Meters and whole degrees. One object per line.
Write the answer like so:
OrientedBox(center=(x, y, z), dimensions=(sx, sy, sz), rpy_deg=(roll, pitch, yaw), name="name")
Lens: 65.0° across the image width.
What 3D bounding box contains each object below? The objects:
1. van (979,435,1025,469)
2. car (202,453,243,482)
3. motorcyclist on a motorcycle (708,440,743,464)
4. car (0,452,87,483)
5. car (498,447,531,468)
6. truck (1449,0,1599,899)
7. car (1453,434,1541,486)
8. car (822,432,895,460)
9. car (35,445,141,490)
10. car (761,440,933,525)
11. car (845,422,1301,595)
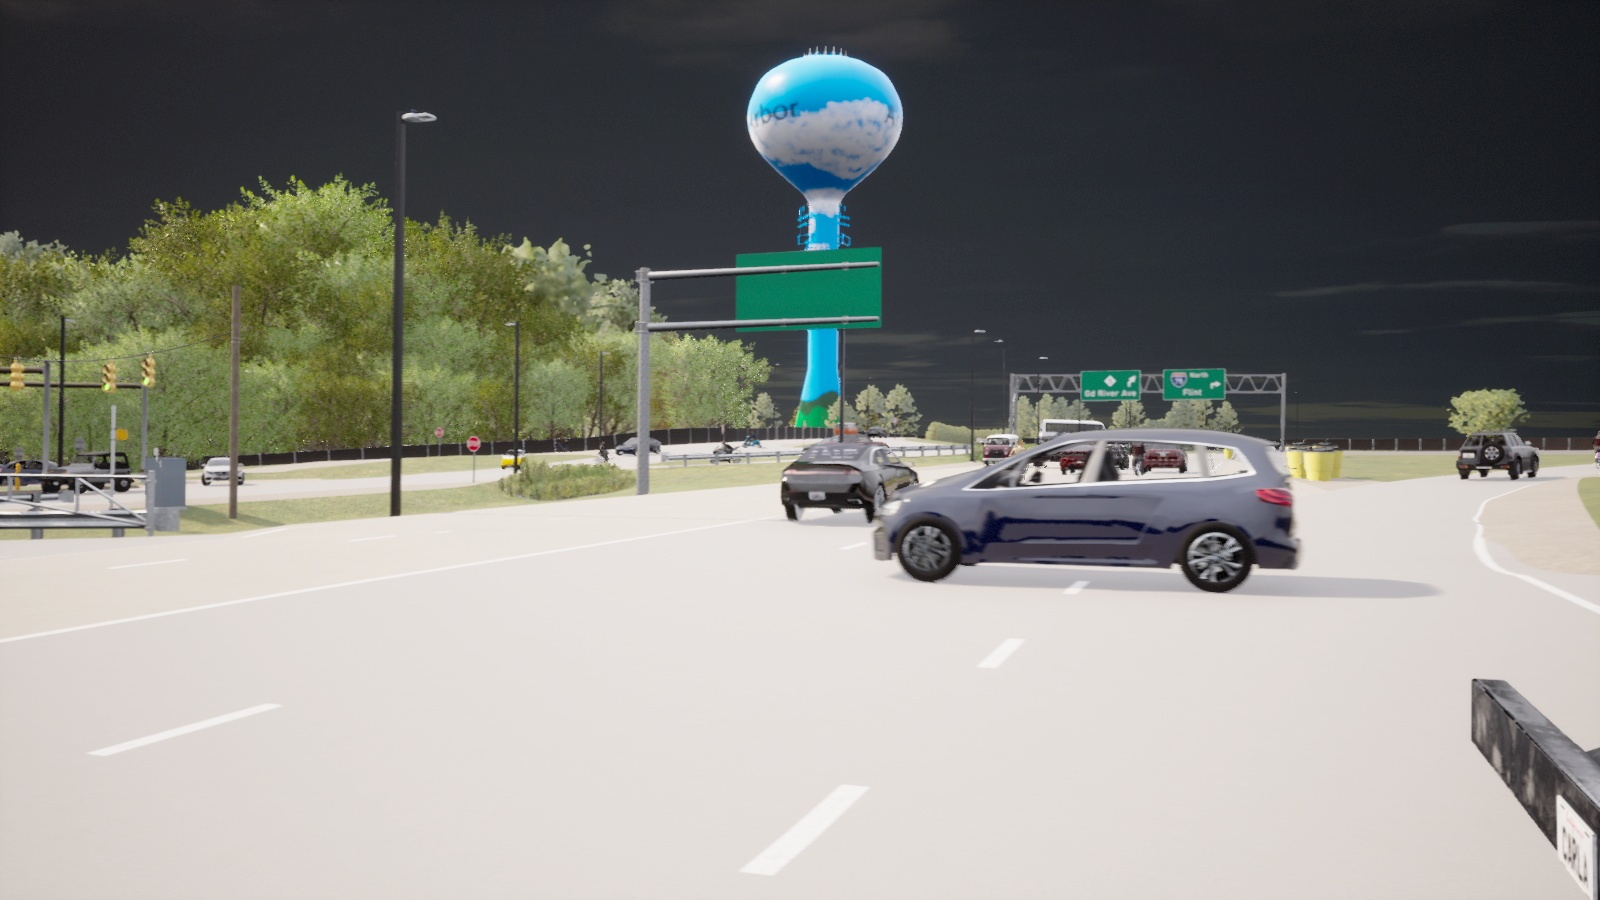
OrientedBox(center=(12.700, 0.127, 78.886), dimensions=(2.069, 2.038, 4.480), rpy_deg=(1, 0, 20), name="van")
OrientedBox(center=(-30.549, 0.888, 66.380), dimensions=(1.812, 1.442, 4.674), rpy_deg=(0, 0, -27), name="car")
OrientedBox(center=(-5.033, 0.157, 84.747), dimensions=(2.191, 1.530, 0.866), rpy_deg=(-2, 0, -21), name="motorcyclist on a motorcycle")
OrientedBox(center=(-42.137, 0.963, 69.748), dimensions=(3.988, 1.617, 1.851), rpy_deg=(-1, -1, -6), name="car")
OrientedBox(center=(-19.635, 0.492, 86.500), dimensions=(1.481, 1.376, 2.207), rpy_deg=(0, 2, 10), name="car")
OrientedBox(center=(5.386, -0.145, 1.386), dimensions=(7.936, 3.462, 2.891), rpy_deg=(1, 1, 19), name="truck")
OrientedBox(center=(26.056, 0.342, 46.888), dimensions=(1.932, 1.855, 4.605), rpy_deg=(0, 1, 41), name="car")
OrientedBox(center=(3.962, -0.278, 84.841), dimensions=(4.553, 1.767, 2.097), rpy_deg=(-2, 1, -31), name="car")
OrientedBox(center=(-32.125, 0.753, 56.772), dimensions=(1.905, 1.878, 3.866), rpy_deg=(1, 1, 19), name="car")
OrientedBox(center=(1.077, 0.578, 25.276), dimensions=(2.128, 1.511, 4.902), rpy_deg=(1, 0, 19), name="car")
OrientedBox(center=(3.048, 0.549, 13.987), dimensions=(4.611, 1.667, 2.242), rpy_deg=(1, 0, 20), name="car")
